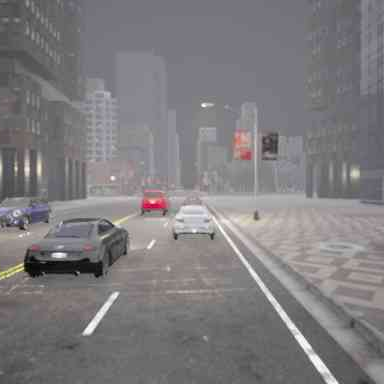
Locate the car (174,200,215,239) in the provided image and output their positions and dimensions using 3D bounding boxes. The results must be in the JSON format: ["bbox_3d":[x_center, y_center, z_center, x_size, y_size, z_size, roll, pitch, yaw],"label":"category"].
[{"bbox_3d":[0.093,1.348,16.161,1.812,1.442,4.674,0,1,0],"label":"car"}]

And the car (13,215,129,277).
[{"bbox_3d":[-3.155,1.456,9.913,1.994,1.385,4.181,0,1,0],"label":"car"}]

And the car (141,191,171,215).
[{"bbox_3d":[-3.163,0.895,29.500,2.150,2.045,5.566,0,1,0],"label":"car"}]

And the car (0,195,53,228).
[{"bbox_3d":[-9.759,1.065,18.935,2.097,1.767,4.553,0,1,0],"label":"car"}]

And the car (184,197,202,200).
[{"bbox_3d":[0.085,1.190,33.849,1.994,1.385,4.181,0,1,0],"label":"car"}]
